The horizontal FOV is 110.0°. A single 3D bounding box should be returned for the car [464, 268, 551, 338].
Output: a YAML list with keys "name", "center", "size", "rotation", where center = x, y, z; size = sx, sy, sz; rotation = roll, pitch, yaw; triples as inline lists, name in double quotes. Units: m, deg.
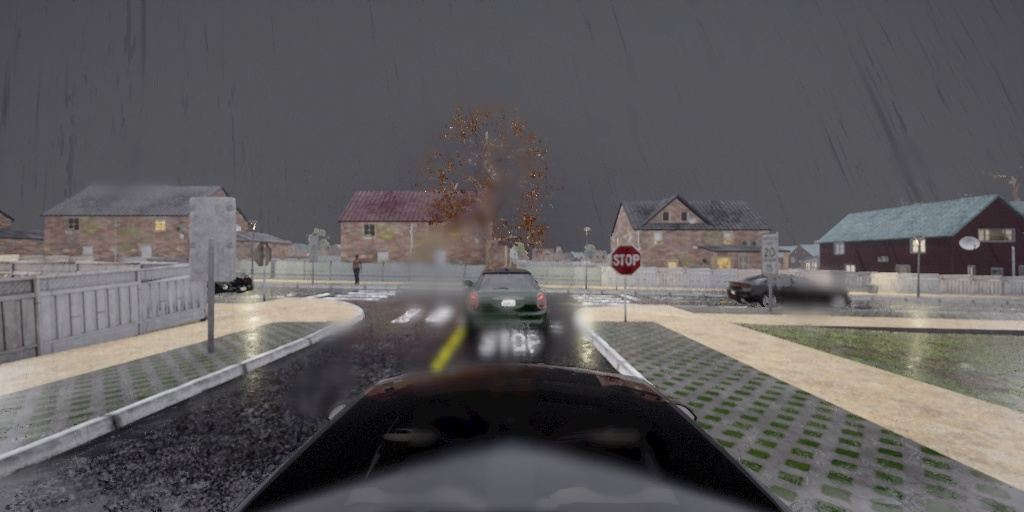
- name: "car"
  center: [-0.280, 1.123, 10.457]
  size: [2.097, 1.767, 4.553]
  rotation: [0, 0, -5]

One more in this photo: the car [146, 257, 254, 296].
- name: "car"
  center: [-14.547, 0.883, 16.444]
  size: [4.553, 1.767, 2.097]
  rotation: [1, -1, 0]

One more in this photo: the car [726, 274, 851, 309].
- name: "car"
  center: [12.659, 1.586, 16.540]
  size: [5.008, 1.535, 1.882]
  rotation: [1, -1, 0]

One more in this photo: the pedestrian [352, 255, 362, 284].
- name: "pedestrian"
  center: [-9.650, 0.821, 22.323]
  size: [0.375, 1.860, 0.375]
  rotation: [0, -2, 0]
